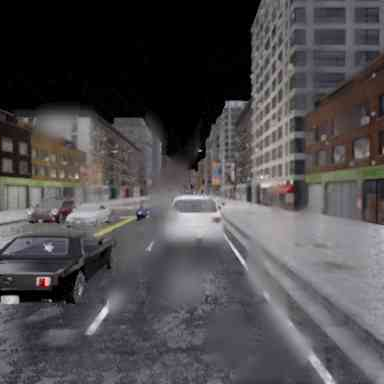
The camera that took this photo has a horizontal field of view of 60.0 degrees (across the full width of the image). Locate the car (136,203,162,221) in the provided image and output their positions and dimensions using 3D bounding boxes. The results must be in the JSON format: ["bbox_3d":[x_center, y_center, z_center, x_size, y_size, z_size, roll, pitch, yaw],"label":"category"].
[{"bbox_3d":[-3.149,1.527,26.335,1.895,1.301,4.718,0,0,0],"label":"car"}]

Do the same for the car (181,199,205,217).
[{"bbox_3d":[0.098,1.460,31.409,2.033,1.411,5.357,0,0,0],"label":"car"}]

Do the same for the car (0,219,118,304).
[{"bbox_3d":[-3.149,1.577,8.001,1.895,1.301,4.718,0,0,0],"label":"car"}]

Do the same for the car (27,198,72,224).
[{"bbox_3d":[-9.814,1.283,23.807,2.097,1.767,4.553,0,0,0],"label":"car"}]

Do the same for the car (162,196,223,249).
[{"bbox_3d":[0.101,1.179,14.404,2.150,2.045,5.566,0,0,0],"label":"car"}]

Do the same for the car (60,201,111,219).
[{"bbox_3d":[-6.573,1.464,21.629,1.812,1.442,4.674,0,0,0],"label":"car"}]
